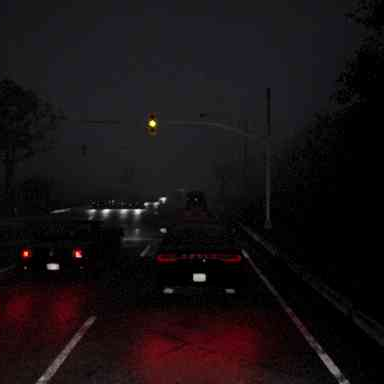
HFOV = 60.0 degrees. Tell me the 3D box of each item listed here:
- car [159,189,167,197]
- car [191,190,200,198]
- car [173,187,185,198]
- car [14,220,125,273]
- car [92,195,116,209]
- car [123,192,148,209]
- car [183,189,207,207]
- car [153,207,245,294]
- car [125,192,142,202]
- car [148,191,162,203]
[{"bbox_3d":[-6.261,0.188,69.880,2.128,1.511,4.902,0,4,1],"label":"car"},{"bbox_3d":[0.710,0.435,67.329,1.895,1.301,4.718,0,4,1],"label":"car"},{"bbox_3d":[-2.795,0.408,66.920,2.033,1.411,5.357,0,4,1],"label":"car"},{"bbox_3d":[-3.371,1.498,10.258,1.895,1.301,4.718,0,1,-1],"label":"car"},{"bbox_3d":[-10.213,1.118,38.792,1.837,1.490,4.892,0,1,1],"label":"car"},{"bbox_3d":[-6.714,1.119,38.777,1.837,1.490,4.892,0,1,1],"label":"car"},{"bbox_3d":[0.463,0.851,37.363,2.150,2.045,5.566,0,1,1],"label":"car"},{"bbox_3d":[0.155,1.392,8.579,1.882,1.535,5.008,0,1,0],"label":"car"},{"bbox_3d":[-9.968,0.854,56.657,1.882,1.535,5.008,0,1,1],"label":"car"},{"bbox_3d":[-6.500,0.953,54.850,1.812,1.442,4.674,0,1,1],"label":"car"}]
